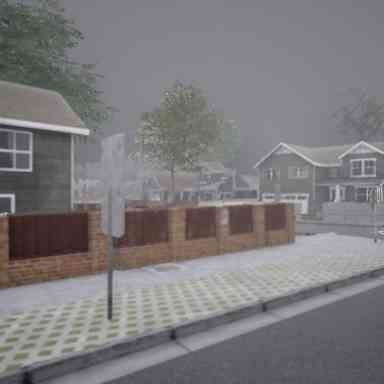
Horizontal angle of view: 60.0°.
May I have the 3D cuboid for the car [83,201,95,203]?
[{"bbox_3d":[-13.018,1.933,42.150,1.812,1.442,4.674,0,-1,-32],"label":"car"}]
